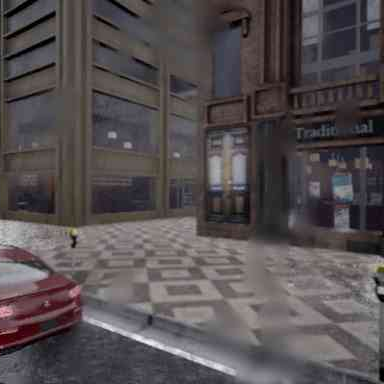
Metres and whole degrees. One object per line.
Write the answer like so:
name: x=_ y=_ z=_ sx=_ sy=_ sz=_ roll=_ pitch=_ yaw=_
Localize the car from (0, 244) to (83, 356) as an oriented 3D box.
car: x=-3.523 y=1.538 z=5.468 sx=4.206 sy=1.307 sz=1.802 roll=1 pitch=0 yaw=35
